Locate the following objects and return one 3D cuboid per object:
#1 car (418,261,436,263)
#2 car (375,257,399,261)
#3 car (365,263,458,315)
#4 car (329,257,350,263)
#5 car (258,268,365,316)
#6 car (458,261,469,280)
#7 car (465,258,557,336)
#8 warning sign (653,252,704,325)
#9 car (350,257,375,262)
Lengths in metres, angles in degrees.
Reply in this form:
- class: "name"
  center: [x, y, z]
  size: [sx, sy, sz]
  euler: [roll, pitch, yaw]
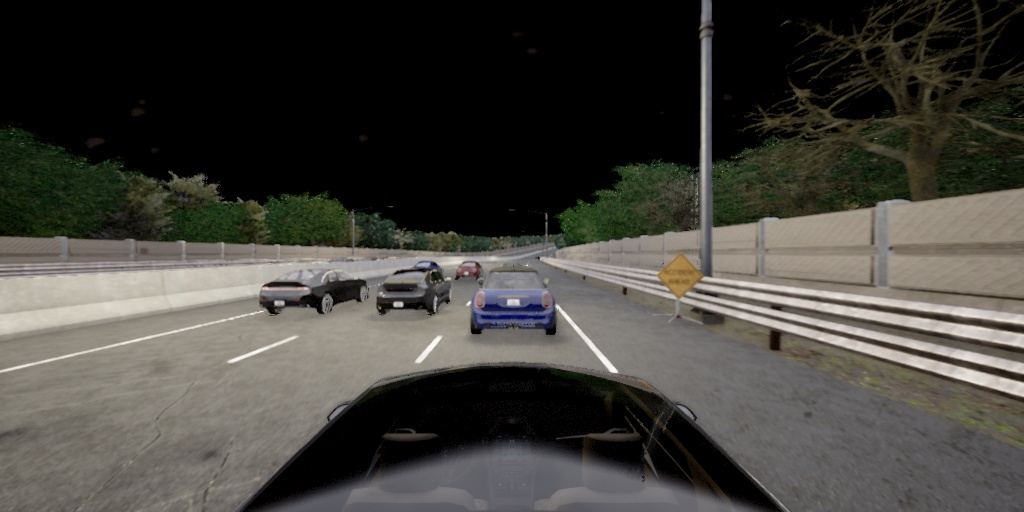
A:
- class: "car"
  center: [-6.875, 1.120, 29.105]
  size: [1.812, 1.442, 4.674]
  euler: [0, 0, 1]
- class: "car"
  center: [-17.149, 0.931, 50.926]
  size: [1.882, 1.535, 5.008]
  euler: [0, 1, 2]
- class: "car"
  center: [-3.430, 1.198, 13.285]
  size: [1.837, 1.490, 4.892]
  euler: [0, 1, 0]
- class: "car"
  center: [-24.142, 0.939, 51.029]
  size: [2.128, 1.511, 4.902]
  euler: [0, 0, 2]
- class: "car"
  center: [-6.932, 1.185, 13.137]
  size: [2.128, 1.511, 4.902]
  euler: [0, 0, 0]
- class: "car"
  center: [-3.376, 1.121, 29.081]
  size: [1.812, 1.442, 4.674]
  euler: [0, 0, 1]
- class: "car"
  center: [0.054, 1.062, 10.411]
  size: [2.097, 1.767, 4.553]
  euler: [0, 1, 1]
- class: "warning sign"
  center: [4.550, 0.826, 9.877]
  size: [1.300, 1.860, 1.060]
  euler: [0, 0, 0]
- class: "car"
  center: [-20.642, 0.953, 51.086]
  size: [1.837, 1.490, 4.892]
  euler: [0, 1, 2]
